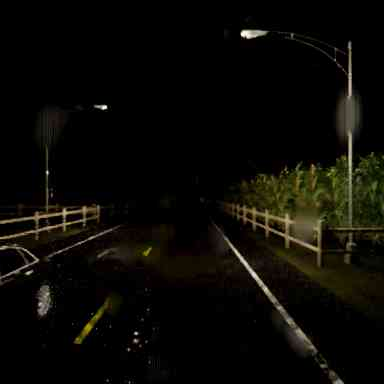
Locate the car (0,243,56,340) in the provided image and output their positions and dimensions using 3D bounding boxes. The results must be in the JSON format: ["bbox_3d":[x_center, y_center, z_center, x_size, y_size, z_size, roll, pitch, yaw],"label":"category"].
[{"bbox_3d":[-3.570,1.549,4.611,1.837,1.490,4.892,0,-1,0],"label":"car"}]
